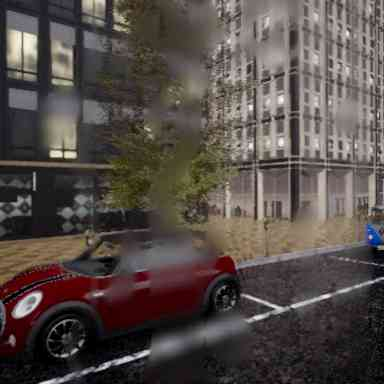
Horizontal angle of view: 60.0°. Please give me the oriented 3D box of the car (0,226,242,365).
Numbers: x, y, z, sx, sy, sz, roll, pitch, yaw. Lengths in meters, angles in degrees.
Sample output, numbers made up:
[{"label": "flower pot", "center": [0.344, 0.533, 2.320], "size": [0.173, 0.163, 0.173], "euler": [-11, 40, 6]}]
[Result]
[{"label": "car", "center": [-1.142, 1.440, 5.758], "size": [4.097, 1.590, 1.967], "euler": [0, -1, -36]}]

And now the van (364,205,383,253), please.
[{"label": "van", "center": [8.040, 1.338, 12.314], "size": [3.998, 1.788, 1.690], "euler": [0, -1, -36]}]
